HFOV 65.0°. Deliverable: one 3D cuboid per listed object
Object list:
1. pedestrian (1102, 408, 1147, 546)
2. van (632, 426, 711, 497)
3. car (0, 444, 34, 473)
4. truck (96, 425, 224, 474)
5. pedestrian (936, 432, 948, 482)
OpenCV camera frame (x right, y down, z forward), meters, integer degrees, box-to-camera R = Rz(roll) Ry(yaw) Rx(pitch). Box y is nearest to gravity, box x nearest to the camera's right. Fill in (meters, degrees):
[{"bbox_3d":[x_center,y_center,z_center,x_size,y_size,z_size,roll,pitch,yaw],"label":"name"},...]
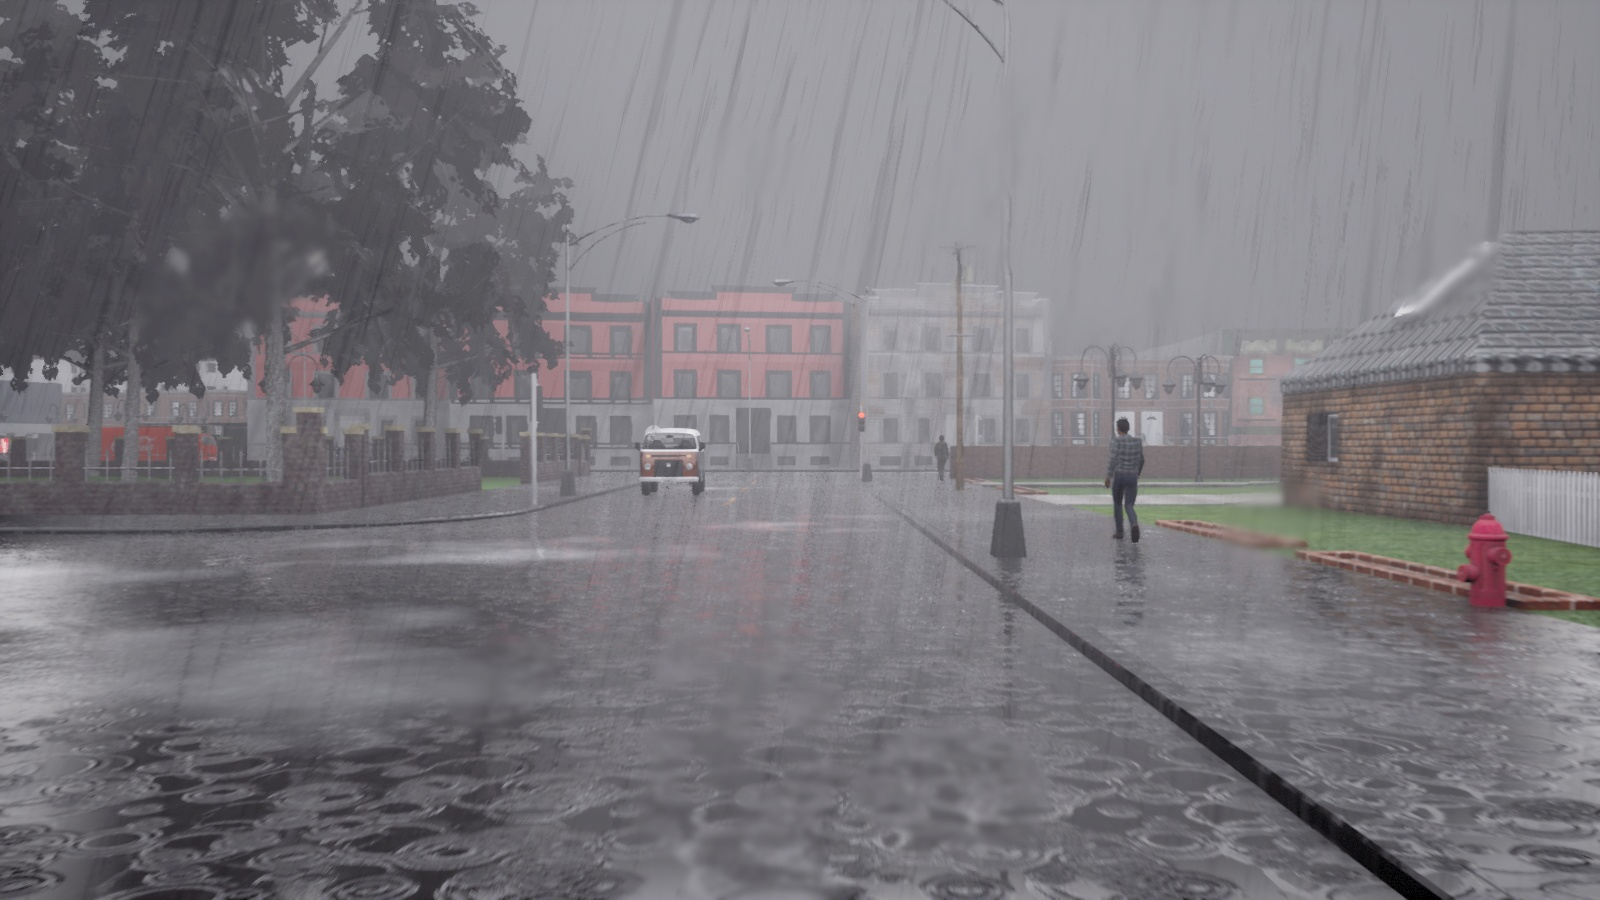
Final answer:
[{"bbox_3d":[4.690,0.385,18.160,0.423,1.949,0.788,0,0,-2],"label":"pedestrian"},{"bbox_3d":[-3.876,0.321,38.509,2.069,2.038,4.480,0,0,-2],"label":"van"},{"bbox_3d":[-42.453,0.424,64.555,4.902,1.511,2.128,0,0,0],"label":"car"},{"bbox_3d":[-32.810,-0.011,64.517,5.204,2.467,2.627,0,0,0],"label":"truck"},{"bbox_3d":[5.477,0.261,48.405,0.395,1.930,0.692,0,0,0],"label":"pedestrian"}]
